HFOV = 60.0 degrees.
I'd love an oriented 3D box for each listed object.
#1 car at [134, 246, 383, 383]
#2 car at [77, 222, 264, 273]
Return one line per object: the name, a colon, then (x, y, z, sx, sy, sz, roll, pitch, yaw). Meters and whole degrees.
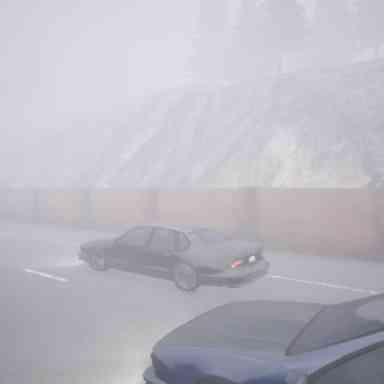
car: (2.120, 1.551, 2.465, 5.357, 1.411, 2.033, 0, 0, 36)
car: (-0.715, 1.512, 8.802, 5.357, 1.411, 2.033, 0, 0, 36)
